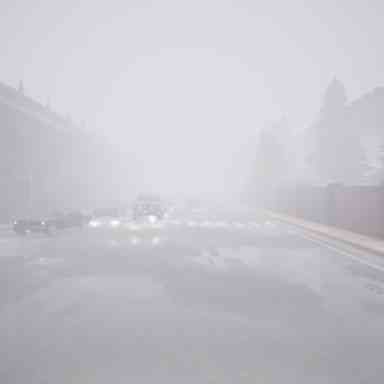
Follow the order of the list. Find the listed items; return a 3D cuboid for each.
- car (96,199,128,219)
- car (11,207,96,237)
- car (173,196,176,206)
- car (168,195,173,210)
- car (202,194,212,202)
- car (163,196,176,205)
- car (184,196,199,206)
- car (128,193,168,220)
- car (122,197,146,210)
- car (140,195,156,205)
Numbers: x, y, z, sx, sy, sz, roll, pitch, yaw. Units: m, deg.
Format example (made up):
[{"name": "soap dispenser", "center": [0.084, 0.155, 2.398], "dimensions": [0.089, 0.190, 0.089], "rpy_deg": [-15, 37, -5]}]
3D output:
[{"name": "car", "center": [-6.961, 1.373, 28.580], "dimensions": [1.882, 1.535, 5.008], "rpy_deg": [0, 0, -1]}, {"name": "car", "center": [-7.316, 1.539, 17.856], "dimensions": [1.895, 1.301, 4.718], "rpy_deg": [0, 0, 11]}, {"name": "car", "center": [-3.639, 1.175, 46.174], "dimensions": [2.097, 1.767, 4.553], "rpy_deg": [0, 0, 0]}, {"name": "car", "center": [-3.562, 1.350, 36.938], "dimensions": [2.128, 1.511, 4.902], "rpy_deg": [0, 0, -1]}, {"name": "car", "center": [3.100, 1.207, 67.877], "dimensions": [1.882, 1.535, 5.008], "rpy_deg": [0, 0, -1]}, {"name": "car", "center": [-3.740, 1.385, 56.077], "dimensions": [1.895, 1.301, 4.718], "rpy_deg": [0, 0, -1]}, {"name": "car", "center": [-0.054, 1.309, 49.866], "dimensions": [1.837, 1.490, 4.892], "rpy_deg": [0, 0, -1]}, {"name": "car", "center": [-3.431, 1.119, 27.057], "dimensions": [2.150, 2.045, 5.566], "rpy_deg": [0, 0, -1]}, {"name": "car", "center": [-7.104, 1.394, 41.194], "dimensions": [2.033, 1.411, 5.357], "rpy_deg": [0, 0, 0]}, {"name": "car", "center": [-7.244, 1.269, 55.192], "dimensions": [1.882, 1.535, 5.008], "rpy_deg": [0, 0, 0]}]
